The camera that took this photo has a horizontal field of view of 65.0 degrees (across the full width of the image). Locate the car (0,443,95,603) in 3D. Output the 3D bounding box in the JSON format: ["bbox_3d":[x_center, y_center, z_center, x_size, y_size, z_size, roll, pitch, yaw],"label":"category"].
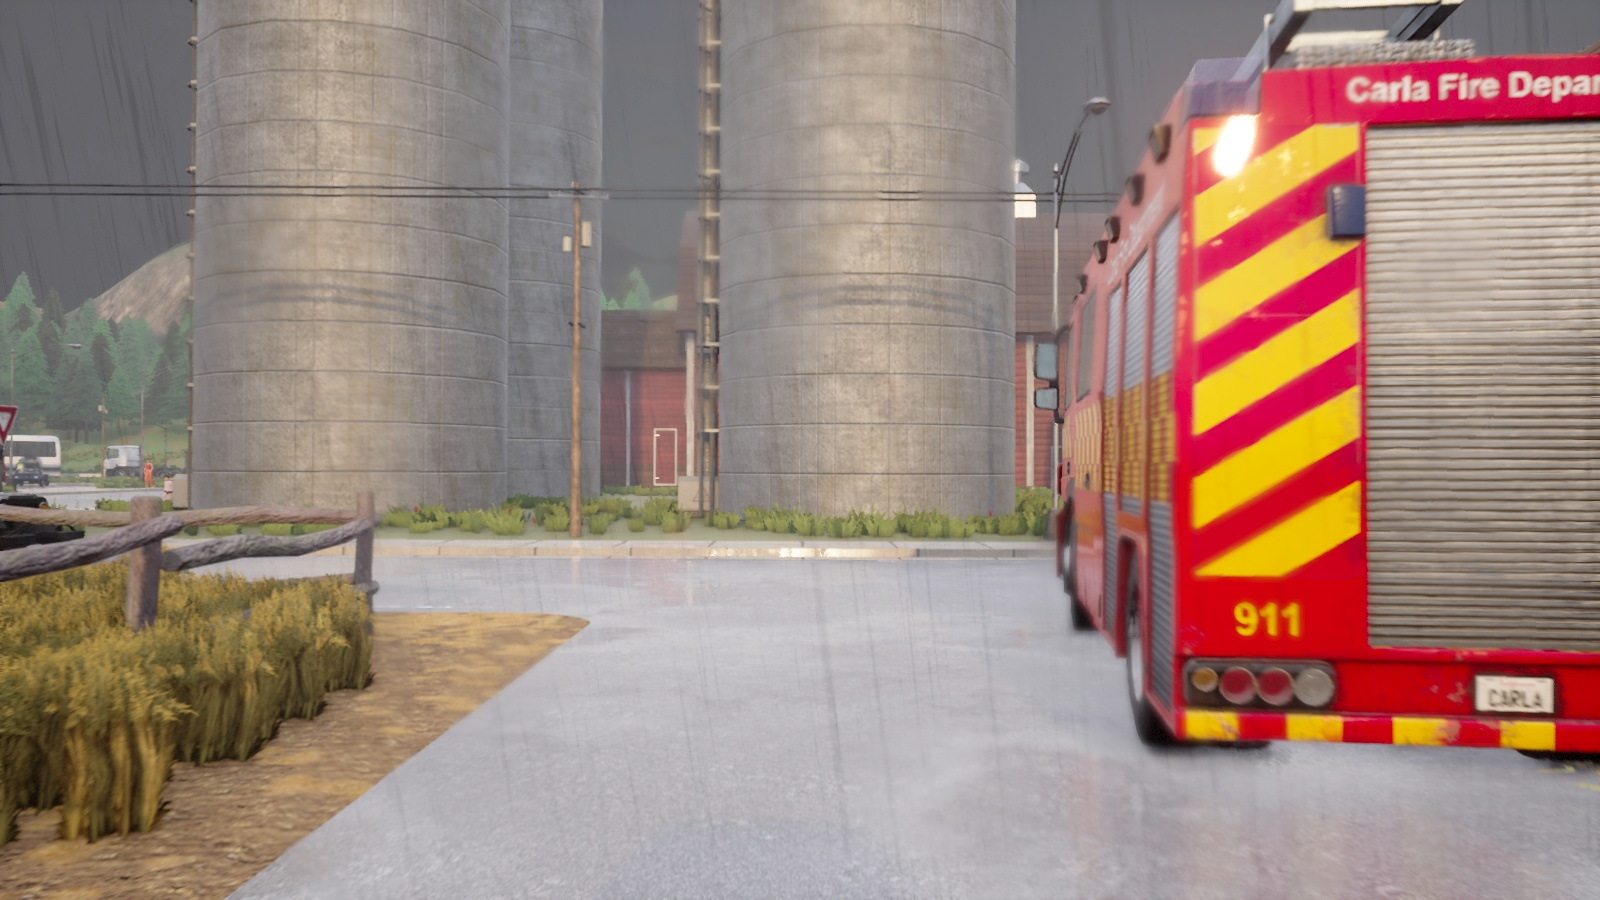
[{"bbox_3d":[-11.271,0.874,15.676,3.866,1.878,1.905,0,-1,0],"label":"car"}]

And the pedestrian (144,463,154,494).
[{"bbox_3d":[-38.889,1.680,75.007,0.345,1.836,0.594,0,-1,-4],"label":"pedestrian"}]

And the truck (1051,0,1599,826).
[{"bbox_3d":[3.653,-0.230,9.711,2.891,3.827,8.468,0,-1,8],"label":"truck"}]

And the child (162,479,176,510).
[{"bbox_3d":[-22.097,1.556,43.987,0.255,1.110,0.394,0,-1,3],"label":"child"}]
